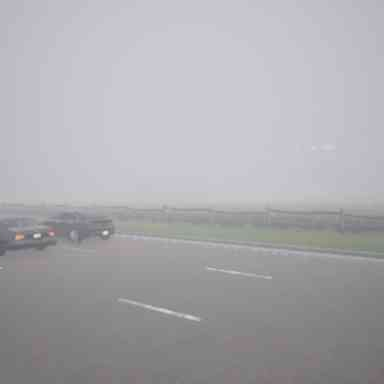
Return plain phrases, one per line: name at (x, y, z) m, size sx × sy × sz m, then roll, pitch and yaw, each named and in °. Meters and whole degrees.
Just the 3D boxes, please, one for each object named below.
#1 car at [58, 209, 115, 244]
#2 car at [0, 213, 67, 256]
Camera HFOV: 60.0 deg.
car at (-5.959, 1.643, 16.713) m, size 4.892 × 1.490 × 1.837 m, roll 0°, pitch 0°, yaw 36°
car at (-7.739, 1.680, 13.681) m, size 5.357 × 1.411 × 2.033 m, roll -1°, pitch 0°, yaw 36°
